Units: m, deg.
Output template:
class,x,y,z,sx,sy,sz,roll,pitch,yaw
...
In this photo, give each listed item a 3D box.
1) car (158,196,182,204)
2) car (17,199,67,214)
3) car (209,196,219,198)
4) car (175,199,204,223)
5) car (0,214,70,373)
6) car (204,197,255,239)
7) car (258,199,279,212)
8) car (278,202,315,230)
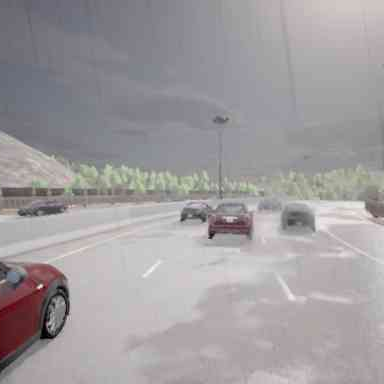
class,x,y,z,sx,sy,sz,roll,pitch,yaw
car,-2.844,1.360,45.714,2.128,1.511,4.902,0,0,27
car,-13.057,1.376,29.252,1.837,1.490,4.892,0,0,17
car,3.307,1.363,49.759,1.882,1.535,5.008,0,0,30
car,0.489,1.460,25.112,1.812,1.442,4.674,0,0,16
car,-3.140,1.329,3.699,2.097,1.767,4.553,0,0,3
car,2.146,1.314,17.285,2.097,1.767,4.553,0,0,11
car,8.887,1.482,37.522,2.033,1.411,5.357,0,0,26
car,6.544,1.475,20.779,1.837,1.490,4.892,0,0,14
